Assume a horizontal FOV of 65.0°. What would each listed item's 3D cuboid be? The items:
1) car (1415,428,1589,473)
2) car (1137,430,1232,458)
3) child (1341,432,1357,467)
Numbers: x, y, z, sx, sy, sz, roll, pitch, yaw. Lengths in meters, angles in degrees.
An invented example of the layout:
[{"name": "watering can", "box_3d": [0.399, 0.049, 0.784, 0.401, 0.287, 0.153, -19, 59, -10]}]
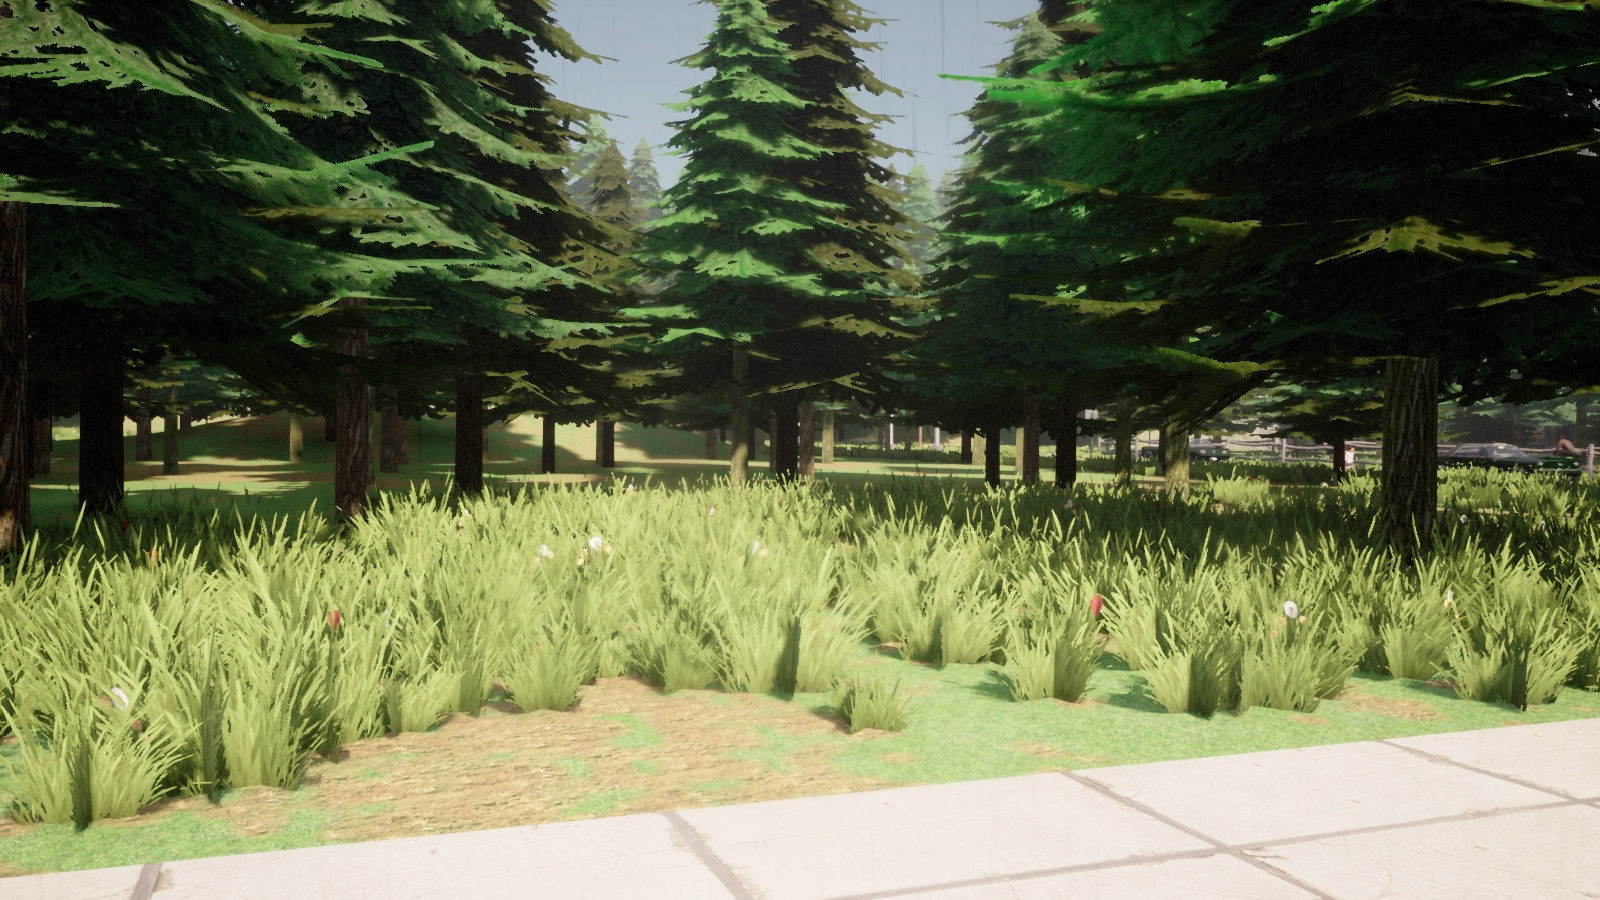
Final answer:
[{"name": "car", "box_3d": [21.994, -0.009, 39.585, 1.895, 1.301, 4.718, -1, 1, -20]}, {"name": "car", "box_3d": [18.350, -0.305, 60.199, 1.895, 1.301, 4.718, -1, 1, -20]}, {"name": "child", "box_3d": [17.246, -0.013, 39.424, 0.255, 1.110, 0.394, -1, 1, -22]}]
